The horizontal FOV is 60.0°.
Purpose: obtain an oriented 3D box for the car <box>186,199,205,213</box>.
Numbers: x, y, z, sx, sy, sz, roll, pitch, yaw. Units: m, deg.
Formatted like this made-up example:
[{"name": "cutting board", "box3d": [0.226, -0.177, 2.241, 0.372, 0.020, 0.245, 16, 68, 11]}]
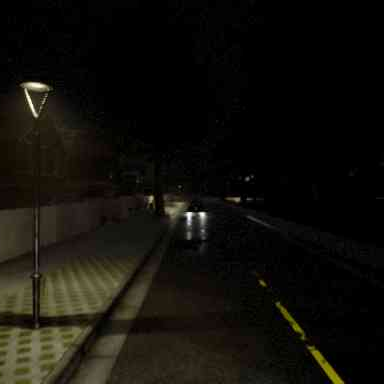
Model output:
[{"name": "car", "box3d": [0.434, 1.539, 38.301, 1.837, 1.490, 4.892, 0, 0, 0]}]
